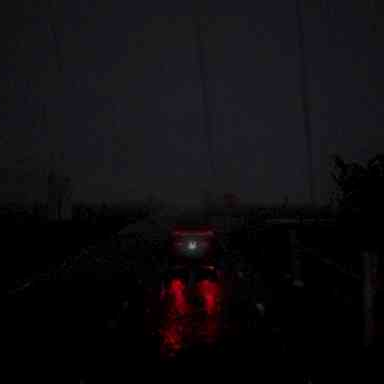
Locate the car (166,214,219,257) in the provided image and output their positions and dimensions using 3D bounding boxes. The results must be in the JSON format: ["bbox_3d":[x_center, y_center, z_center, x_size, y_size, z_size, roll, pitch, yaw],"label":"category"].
[{"bbox_3d":[0.045,1.623,13.475,2.128,1.511,4.902,0,0,1],"label":"car"}]
